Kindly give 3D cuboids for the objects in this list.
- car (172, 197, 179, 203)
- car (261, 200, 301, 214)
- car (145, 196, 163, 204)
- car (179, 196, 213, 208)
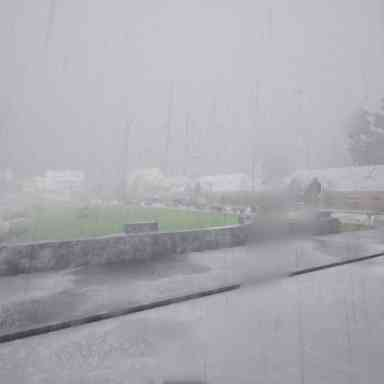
[{"bbox_3d":[-1.664,1.478,57.614,1.882,1.535,5.008,0,0,-35],"label":"car"},{"bbox_3d":[9.345,1.564,35.016,1.994,1.385,4.181,0,0,-35],"label":"car"},{"bbox_3d":[-7.588,1.478,65.849,1.882,1.535,5.008,0,0,-35],"label":"car"},{"bbox_3d":[0.829,1.548,46.986,2.033,1.411,5.357,0,0,-35],"label":"car"}]
